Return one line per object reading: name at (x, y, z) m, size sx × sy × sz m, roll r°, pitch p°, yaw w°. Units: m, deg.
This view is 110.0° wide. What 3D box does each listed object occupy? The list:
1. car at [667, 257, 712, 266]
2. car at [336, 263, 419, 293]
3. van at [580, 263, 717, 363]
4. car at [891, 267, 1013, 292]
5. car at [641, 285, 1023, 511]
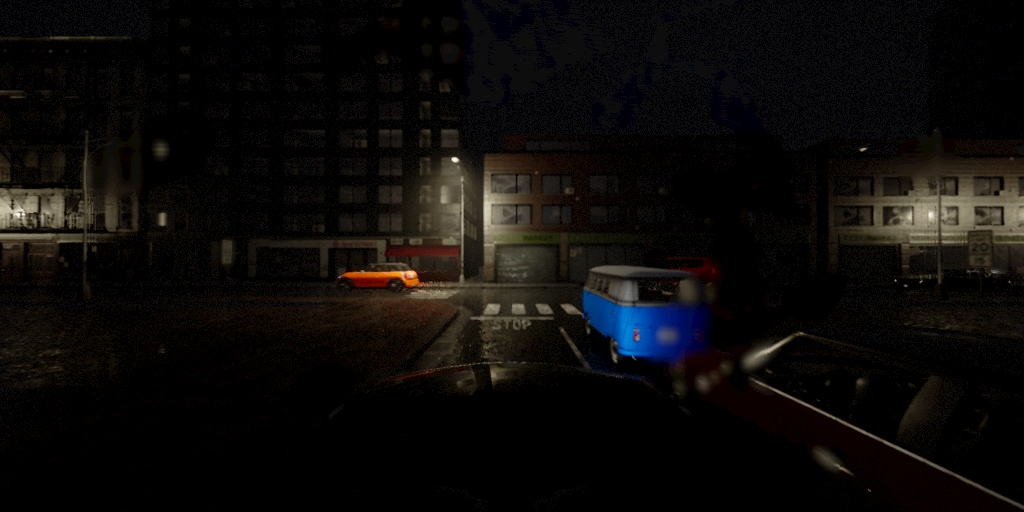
car at (9.123, 1.073, 21.332) m, size 5.566 × 2.045 × 2.150 m, roll 0°, pitch -1°, yaw 0°
car at (-8.005, 1.211, 21.330) m, size 4.553 × 1.767 × 2.097 m, roll 0°, pitch 0°, yaw 7°
van at (2.638, 1.127, 7.922) m, size 1.690 × 1.789 × 3.998 m, roll 0°, pitch 0°, yaw 0°
car at (26.044, 1.387, 21.297) m, size 5.357 × 1.411 × 2.033 m, roll 0°, pitch -1°, yaw 0°
car at (2.638, 1.194, 2.448) m, size 1.967 × 1.591 × 4.097 m, roll 0°, pitch 0°, yaw 0°
